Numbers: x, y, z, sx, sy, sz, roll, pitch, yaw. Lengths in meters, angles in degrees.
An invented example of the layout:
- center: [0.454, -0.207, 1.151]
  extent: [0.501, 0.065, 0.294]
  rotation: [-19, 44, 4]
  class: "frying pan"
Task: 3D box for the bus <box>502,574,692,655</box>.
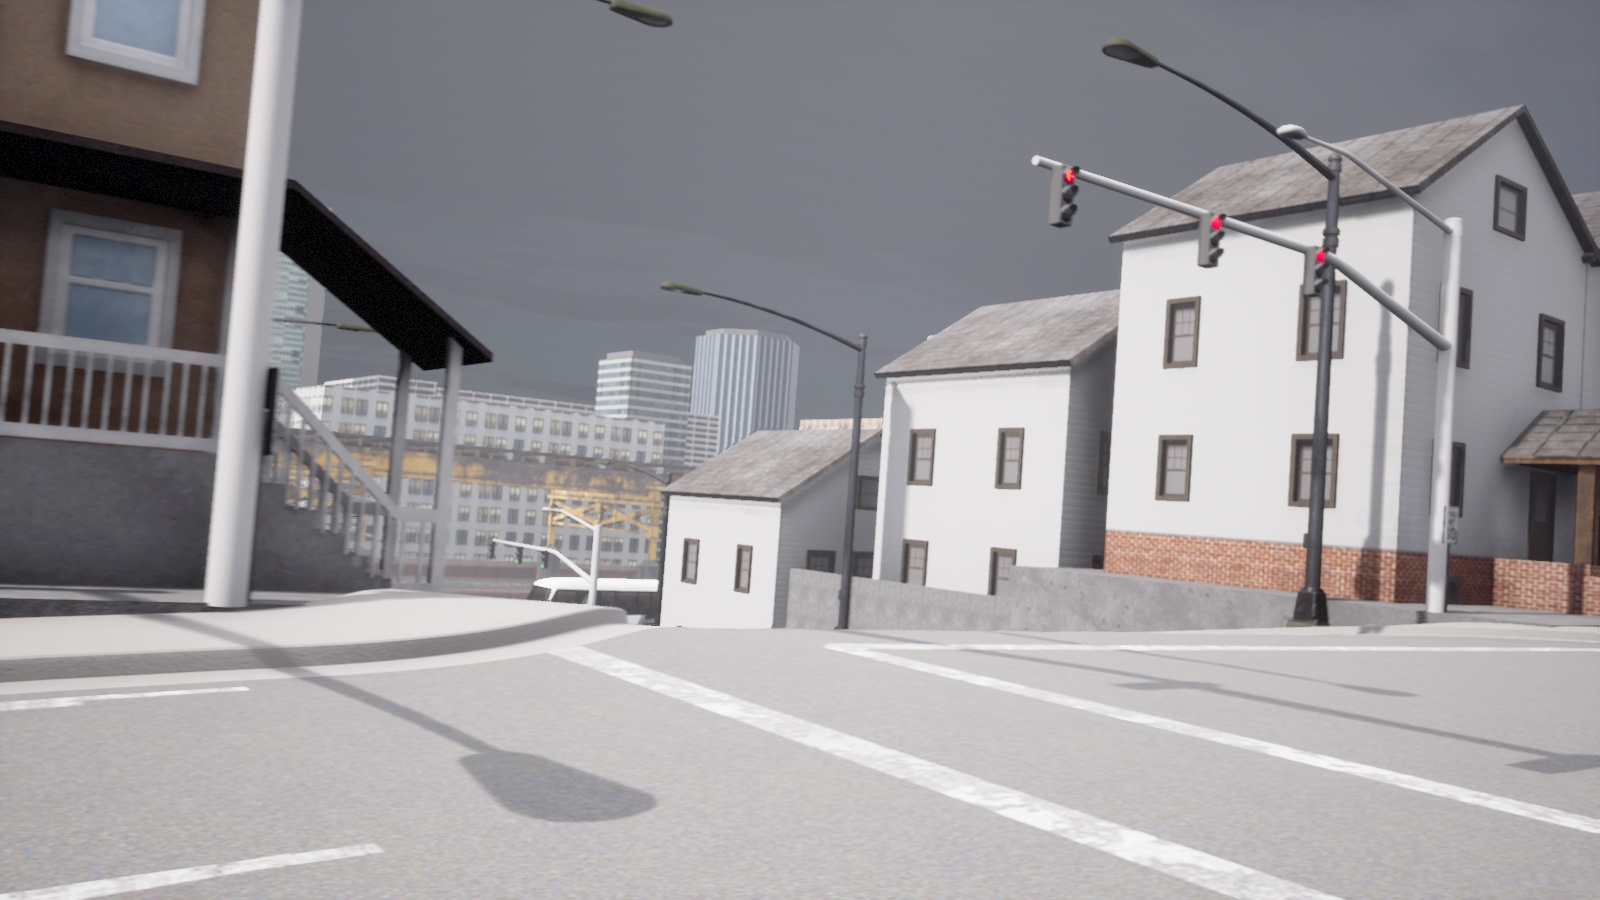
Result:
- center: [-12.086, 9.878, 75.466]
  extent: [10.273, 4.253, 3.944]
  rotation: [6, -3, -34]
  class: "bus"
